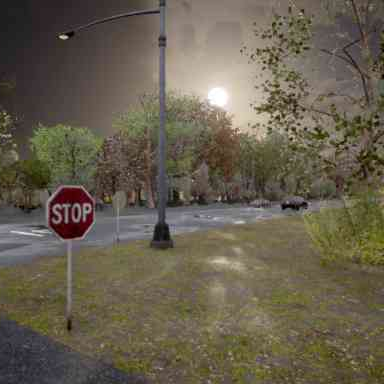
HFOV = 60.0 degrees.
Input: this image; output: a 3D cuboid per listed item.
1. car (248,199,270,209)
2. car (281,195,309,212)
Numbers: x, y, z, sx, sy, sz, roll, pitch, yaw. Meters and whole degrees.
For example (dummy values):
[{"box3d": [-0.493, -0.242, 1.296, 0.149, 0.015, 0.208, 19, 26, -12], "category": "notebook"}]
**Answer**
[{"box3d": [10.467, 1.835, 51.463, 1.837, 1.490, 4.892, 0, 1, 36], "category": "car"}, {"box3d": [13.568, 1.463, 43.810, 2.150, 2.045, 5.566, 0, 0, 36], "category": "car"}]
